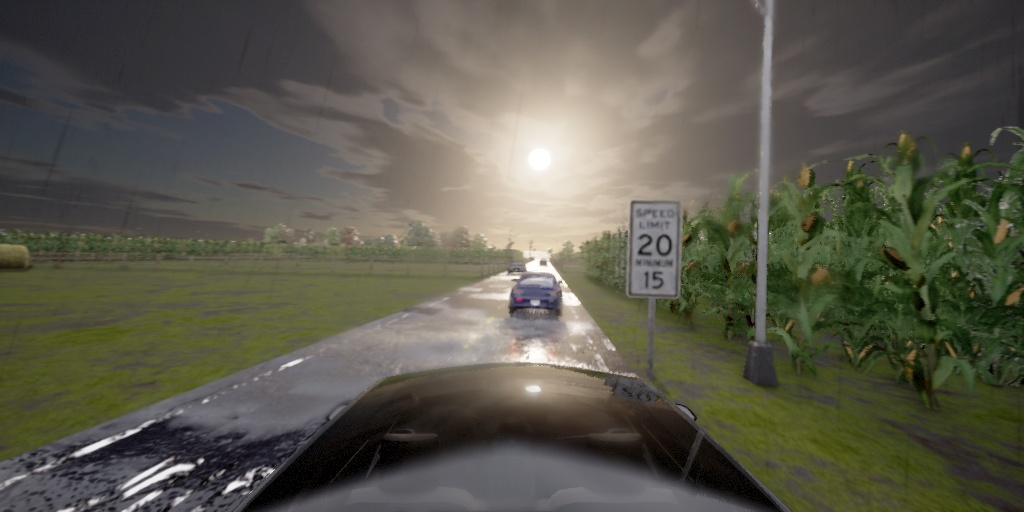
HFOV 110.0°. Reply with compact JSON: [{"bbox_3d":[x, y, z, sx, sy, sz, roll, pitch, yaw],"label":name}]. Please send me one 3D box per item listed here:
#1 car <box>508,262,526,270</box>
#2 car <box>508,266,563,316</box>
[{"bbox_3d":[0.683,1.350,41.043,1.994,1.385,4.181,2,0,5],"label":"car"},{"bbox_3d":[0.948,1.309,13.596,1.812,1.442,4.674,2,0,5],"label":"car"}]
